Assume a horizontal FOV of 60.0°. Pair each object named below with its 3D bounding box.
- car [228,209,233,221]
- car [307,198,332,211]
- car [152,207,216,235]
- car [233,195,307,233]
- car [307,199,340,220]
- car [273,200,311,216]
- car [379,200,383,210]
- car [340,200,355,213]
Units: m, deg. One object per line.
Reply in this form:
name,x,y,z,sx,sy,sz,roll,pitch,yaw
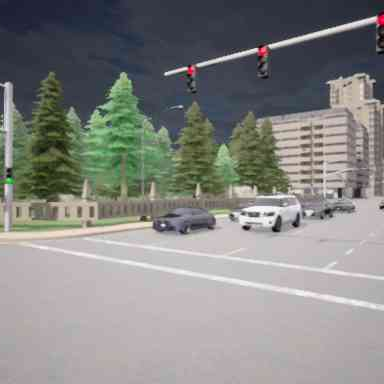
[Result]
car,4.605,1.477,25.924,2.128,1.511,4.902,0,0,36
car,16.126,1.551,41.976,1.994,1.385,4.181,0,0,36
car,-0.367,1.549,18.971,1.994,1.385,4.181,0,0,36
car,4.929,1.212,20.358,2.150,2.045,5.566,0,0,36
car,10.702,1.482,28.431,2.128,1.511,4.902,0,0,36
car,10.291,1.534,33.874,2.033,1.411,5.357,0,0,36
car,24.782,1.598,41.776,1.895,1.301,4.718,0,0,36
car,16.538,1.555,36.566,1.994,1.385,4.181,0,0,36
